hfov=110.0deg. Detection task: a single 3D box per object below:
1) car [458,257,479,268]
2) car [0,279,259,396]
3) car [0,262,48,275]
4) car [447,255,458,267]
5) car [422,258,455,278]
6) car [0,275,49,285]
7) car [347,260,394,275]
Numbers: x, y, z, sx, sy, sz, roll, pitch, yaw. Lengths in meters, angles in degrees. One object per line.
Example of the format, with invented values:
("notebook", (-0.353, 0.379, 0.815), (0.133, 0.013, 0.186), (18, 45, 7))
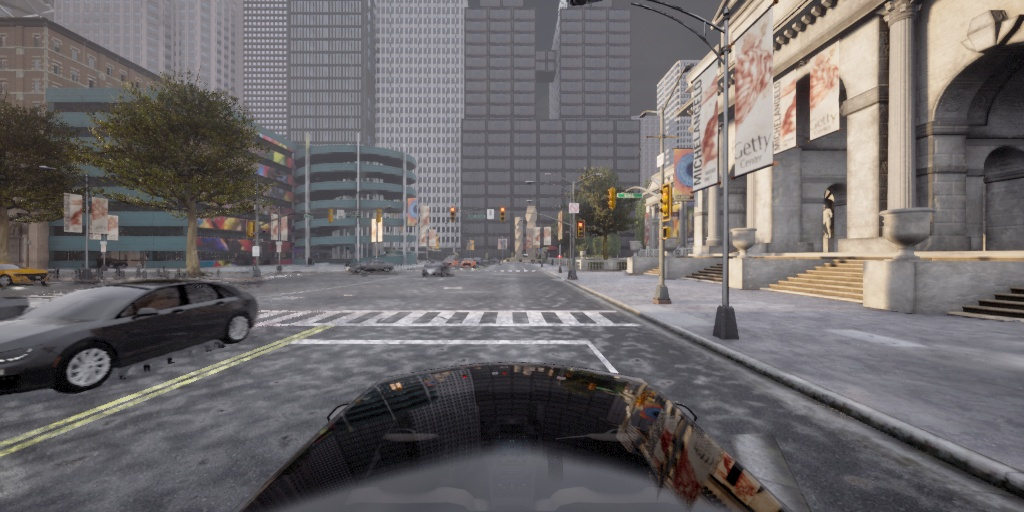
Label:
("car", (-6.998, 1.035, 57.968), (2.097, 1.767, 4.553), (0, 0, 0))
("car", (-7.094, 1.239, 6.740), (1.837, 1.490, 4.892), (0, 0, 0))
("car", (-34.048, 1.150, 23.824), (5.008, 1.535, 1.882), (0, 0, -1))
("car", (-10.488, 1.025, 61.224), (2.097, 1.767, 4.553), (0, 0, 0))
("car", (-7.045, 1.199, 33.543), (2.128, 1.511, 4.902), (0, 0, 0))
("car", (-10.593, 1.221, 5.178), (2.128, 1.511, 4.902), (0, 0, 0))
("car", (-15.284, 1.179, 38.951), (4.902, 1.511, 2.128), (0, 1, -42))
